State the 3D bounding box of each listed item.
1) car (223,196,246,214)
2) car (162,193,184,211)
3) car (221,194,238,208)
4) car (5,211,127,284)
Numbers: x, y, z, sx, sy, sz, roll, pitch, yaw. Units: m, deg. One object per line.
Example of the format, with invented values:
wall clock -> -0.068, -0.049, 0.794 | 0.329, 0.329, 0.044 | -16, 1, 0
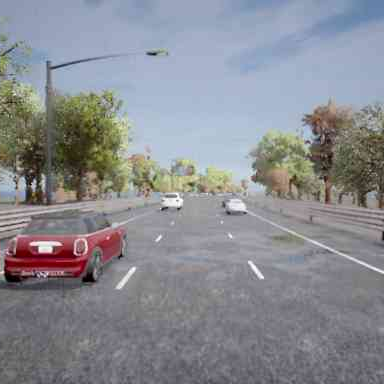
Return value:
car -> 4.402, 1.461, 33.662 | 1.812, 1.442, 4.674 | 0, 0, 3
car -> -2.299, 1.138, 40.155 | 2.150, 2.045, 5.566 | 0, 0, 3
car -> 5.083, 1.409, 46.458 | 2.128, 1.511, 4.902 | 0, 0, 4
car -> -3.309, 1.324, 9.693 | 2.097, 1.767, 4.553 | 0, 0, 1
